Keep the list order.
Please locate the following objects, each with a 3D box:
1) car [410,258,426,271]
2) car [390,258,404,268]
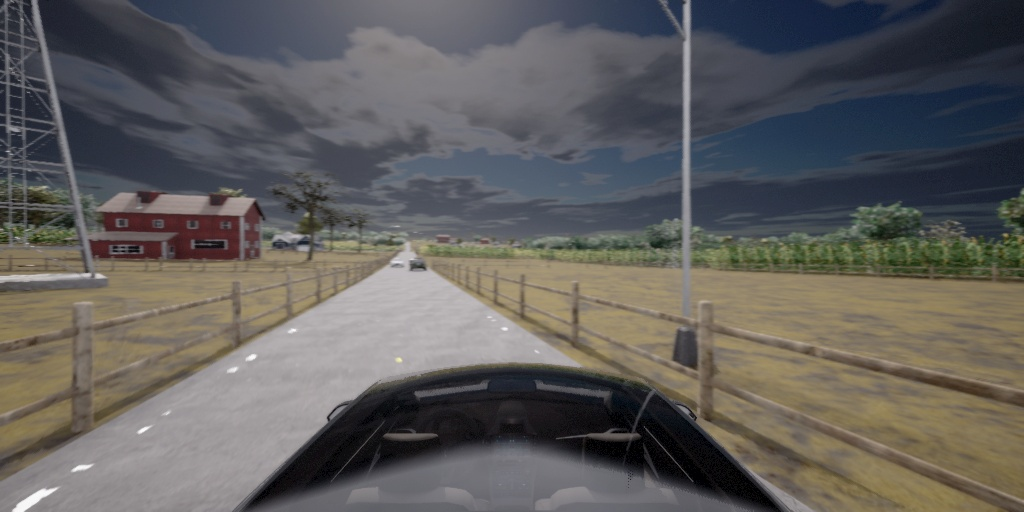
[{"bbox_3d":[-12.692,1.006,48.437,2.097,1.767,4.553,0,1,-16],"label":"car"},{"bbox_3d":[-18.161,1.069,56.942,1.812,1.442,4.674,0,1,-16],"label":"car"}]
